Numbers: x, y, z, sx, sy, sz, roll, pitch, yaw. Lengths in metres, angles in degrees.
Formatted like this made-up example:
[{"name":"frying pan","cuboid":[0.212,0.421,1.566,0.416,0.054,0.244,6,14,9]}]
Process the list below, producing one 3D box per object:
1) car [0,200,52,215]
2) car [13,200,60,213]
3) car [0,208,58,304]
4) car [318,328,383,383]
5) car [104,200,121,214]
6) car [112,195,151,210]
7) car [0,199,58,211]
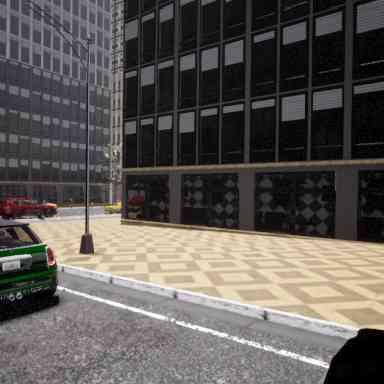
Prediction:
[{"name":"car","cuboid":[-17.803,1.662,35.952,1.812,1.442,4.674,1,0,36]},{"name":"car","cuboid":[-18.393,1.643,39.525,1.752,1.417,4.829,1,0,37]},{"name":"car","cuboid":[-4.988,1.348,7.252,4.553,1.767,2.097,0,0,36]},{"name":"car","cuboid":[3.009,1.601,1.532,4.718,1.301,1.895,0,0,36]},{"name":"car","cuboid":[-8.099,1.830,39.342,1.752,1.417,4.829,1,0,37]},{"name":"car","cuboid":[-8.698,1.490,48.238,2.150,2.045,5.566,1,0,36]},{"name":"car","cuboid":[-14.914,1.519,30.143,2.192,1.841,5.009,1,0,37]}]
